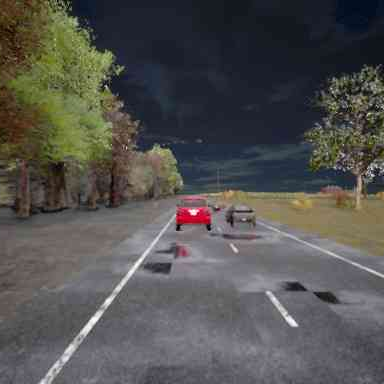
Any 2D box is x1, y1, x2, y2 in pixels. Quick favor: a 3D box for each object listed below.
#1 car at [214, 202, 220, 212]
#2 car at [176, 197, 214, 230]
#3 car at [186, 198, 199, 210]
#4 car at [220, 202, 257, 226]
[{"bbox_3d":[3.570,1.868,41.930,1.895,1.301,4.718,0,0,0],"label":"car"},{"bbox_3d":[0.097,1.368,22.314,2.150,2.045,5.566,0,0,0],"label":"car"},{"bbox_3d":[0.095,1.794,50.439,1.882,1.535,5.008,0,0,0],"label":"car"},{"bbox_3d":[3.516,1.651,24.610,2.128,1.511,4.902,0,0,0],"label":"car"}]
